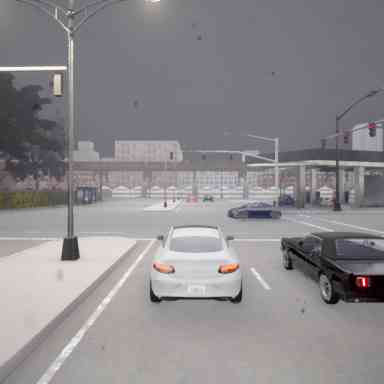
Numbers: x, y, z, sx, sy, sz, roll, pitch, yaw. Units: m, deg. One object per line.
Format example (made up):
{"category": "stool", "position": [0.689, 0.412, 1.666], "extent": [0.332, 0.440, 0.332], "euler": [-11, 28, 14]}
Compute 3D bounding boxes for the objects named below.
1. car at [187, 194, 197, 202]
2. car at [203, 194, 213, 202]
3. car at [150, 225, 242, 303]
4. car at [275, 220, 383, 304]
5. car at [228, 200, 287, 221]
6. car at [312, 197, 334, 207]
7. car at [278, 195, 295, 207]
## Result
{"category": "car", "position": [0.006, 1.250, 72.260], "extent": [2.097, 1.767, 4.553], "euler": [0, 0, 0]}
{"category": "car", "position": [3.506, 1.257, 72.261], "extent": [2.097, 1.767, 4.553], "euler": [0, 0, 0]}
{"category": "car", "position": [0.083, 1.517, 8.073], "extent": [1.812, 1.442, 4.674], "euler": [0, 0, 0]}
{"category": "car", "position": [3.588, 1.599, 8.057], "extent": [1.895, 1.301, 4.718], "euler": [0, 0, 0]}
{"category": "car", "position": [4.998, 1.541, 26.572], "extent": [4.181, 1.385, 1.994], "euler": [0, 0, -8]}
{"category": "car", "position": [18.960, 1.434, 48.377], "extent": [1.970, 1.475, 3.806], "euler": [0, 0, 0]}
{"category": "car", "position": [13.215, 1.262, 47.615], "extent": [2.242, 1.667, 4.611], "euler": [0, 0, 0]}
